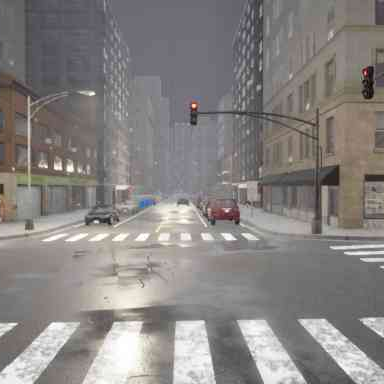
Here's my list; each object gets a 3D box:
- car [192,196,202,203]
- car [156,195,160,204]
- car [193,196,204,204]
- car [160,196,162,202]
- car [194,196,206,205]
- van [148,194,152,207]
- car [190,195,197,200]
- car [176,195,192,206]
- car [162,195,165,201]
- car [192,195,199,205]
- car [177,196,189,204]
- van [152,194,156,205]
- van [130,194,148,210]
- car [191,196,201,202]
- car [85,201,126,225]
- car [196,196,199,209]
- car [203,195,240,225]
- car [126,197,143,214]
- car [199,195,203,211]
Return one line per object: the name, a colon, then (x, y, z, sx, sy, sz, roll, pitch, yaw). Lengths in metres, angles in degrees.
car: (0.999, 1.556, 68.763, 1.947, 1.339, 4.313, -1, 0, -2)
car: (-7.230, 1.311, 57.361, 2.192, 1.841, 5.009, -1, 0, -2)
car: (1.151, 1.559, 63.179, 1.947, 1.339, 4.313, -1, 0, -2)
car: (-7.382, 1.433, 62.945, 1.967, 1.590, 4.097, -1, 0, -2)
car: (1.298, 1.521, 57.766, 1.752, 1.417, 4.829, -1, 0, -2)
van: (-6.922, 1.342, 46.194, 1.690, 1.788, 3.998, -1, 0, -2)
car: (0.389, 1.524, 91.098, 2.008, 1.369, 4.403, -1, 0, -2)
car: (-1.440, 1.503, 53.438, 1.837, 1.490, 4.892, 0, 0, -2)
car: (-7.689, 1.427, 74.111, 1.967, 1.590, 4.097, -1, 0, -2)
car: (1.605, 1.316, 46.428, 2.192, 1.841, 5.009, -1, 0, -2)
car: (-1.727, 1.540, 63.856, 2.033, 1.411, 5.357, 0, 0, -2)
van: (-7.076, 1.340, 51.777, 1.690, 1.788, 3.998, -1, 0, -2)
van: (-6.768, 1.343, 40.609, 1.690, 1.788, 3.998, -1, 0, -2)
car: (0.846, 1.538, 74.347, 2.008, 1.369, 4.403, -1, 0, -2)
car: (-6.305, 1.569, 23.859, 1.947, 1.339, 4.313, -1, 0, -2)
car: (1.756, 1.527, 41.014, 1.752, 1.417, 4.829, -1, 0, -2)
car: (2.215, 1.318, 24.092, 2.192, 1.841, 5.009, -1, 0, -2)
car: (-6.608, 1.528, 34.856, 1.752, 1.417, 4.829, -1, 0, -2)
car: (2.063, 1.318, 29.677, 2.192, 1.841, 5.009, -1, 0, -2)
